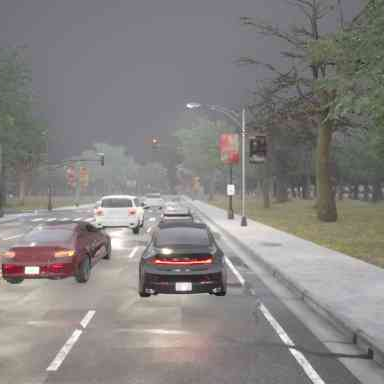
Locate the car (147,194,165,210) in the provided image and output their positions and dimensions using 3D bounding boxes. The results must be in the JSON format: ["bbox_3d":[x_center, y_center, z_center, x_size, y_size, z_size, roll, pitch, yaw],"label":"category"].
[{"bbox_3d":[-5.031,1.240,44.172,2.150,2.045,5.566,0,0,-4],"label":"car"}]

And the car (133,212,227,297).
[{"bbox_3d":[-0.264,1.506,8.583,1.837,1.490,4.892,0,0,-3],"label":"car"}]

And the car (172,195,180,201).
[{"bbox_3d":[-4.187,1.477,86.408,2.128,1.511,4.902,0,0,-3],"label":"car"}]

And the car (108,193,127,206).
[{"bbox_3d":[-12.551,1.252,56.332,2.150,2.045,5.566,0,0,-2],"label":"car"}]

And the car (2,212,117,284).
[{"bbox_3d":[-3.566,1.527,9.484,1.812,1.442,4.674,0,0,-3],"label":"car"}]

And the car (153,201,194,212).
[{"bbox_3d":[-0.869,1.496,18.898,2.128,1.511,4.902,0,0,-3],"label":"car"}]

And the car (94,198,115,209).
[{"bbox_3d":[-12.058,1.546,45.976,1.812,1.442,4.674,0,0,-3],"label":"car"}]

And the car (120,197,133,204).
[{"bbox_3d":[-12.981,1.644,66.388,1.895,1.301,4.718,0,0,-2],"label":"car"}]

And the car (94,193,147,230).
[{"bbox_3d":[-4.016,1.226,19.229,2.150,2.045,5.566,0,0,-5],"label":"car"}]

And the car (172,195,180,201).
[{"bbox_3d":[-3.676,1.595,76.005,2.033,1.411,5.357,0,0,-3],"label":"car"}]
